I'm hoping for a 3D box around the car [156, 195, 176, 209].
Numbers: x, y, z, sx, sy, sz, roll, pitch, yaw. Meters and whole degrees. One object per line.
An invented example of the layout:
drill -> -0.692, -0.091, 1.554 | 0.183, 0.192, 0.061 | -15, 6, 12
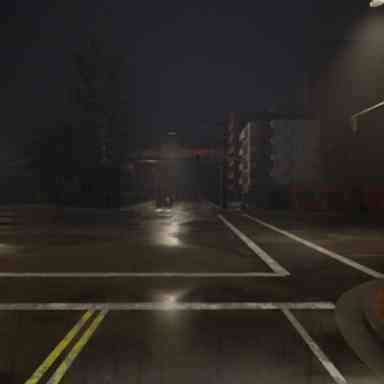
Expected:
car -> -3.503, 1.402, 42.799 | 2.033, 1.411, 5.357 | 0, 0, 0
